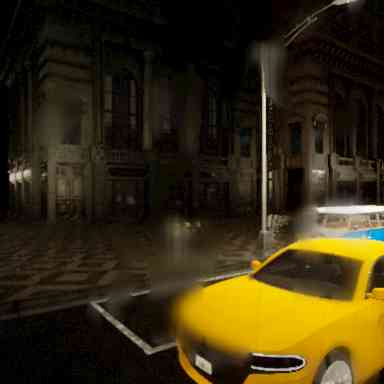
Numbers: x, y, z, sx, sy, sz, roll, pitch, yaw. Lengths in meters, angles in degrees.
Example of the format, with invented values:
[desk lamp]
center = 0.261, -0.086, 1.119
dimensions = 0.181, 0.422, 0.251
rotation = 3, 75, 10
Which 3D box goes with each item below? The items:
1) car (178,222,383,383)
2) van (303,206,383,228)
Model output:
[car]
center = 2.110, 1.473, 4.880
dimensions = 5.008, 1.535, 1.882
rotation = 0, 0, -37
[van]
center = 5.153, 1.332, 10.360
dimensions = 3.998, 1.788, 1.690
rotation = 0, 0, -36
